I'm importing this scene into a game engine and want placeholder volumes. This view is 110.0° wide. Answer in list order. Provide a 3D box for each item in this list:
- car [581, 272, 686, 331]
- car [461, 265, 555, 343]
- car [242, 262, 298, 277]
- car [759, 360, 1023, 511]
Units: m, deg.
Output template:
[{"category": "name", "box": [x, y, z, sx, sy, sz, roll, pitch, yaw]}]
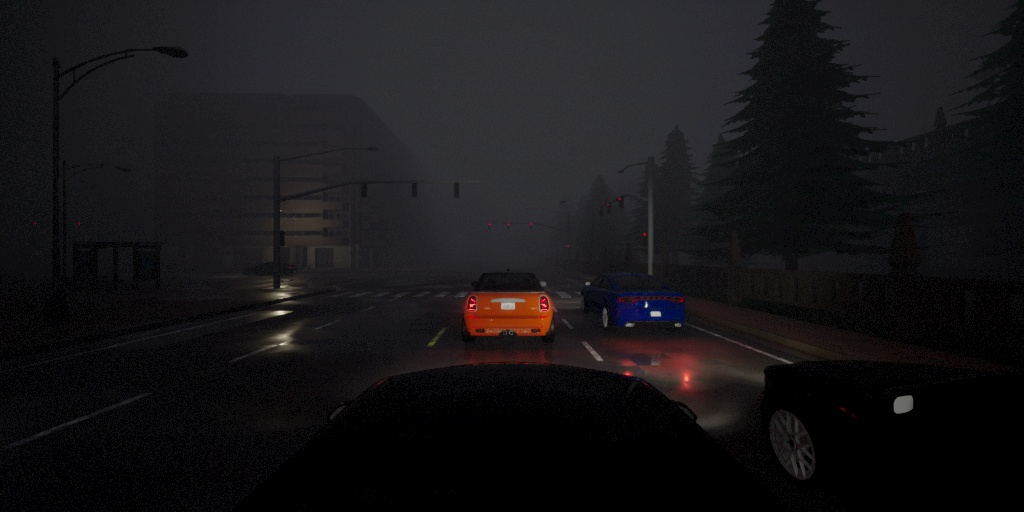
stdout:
[{"category": "car", "box": [3.416, 1.228, 11.023, 1.882, 1.535, 5.008, 0, 0, 0]}, {"category": "car", "box": [-0.083, 1.102, 9.878, 2.097, 1.767, 4.553, 0, 0, 0]}, {"category": "car", "box": [-24.104, 1.310, 35.793, 4.892, 1.490, 1.837, 0, 0, -1]}, {"category": "car", "box": [3.288, 1.228, 1.497, 1.882, 1.535, 5.008, 0, 0, 3]}]
